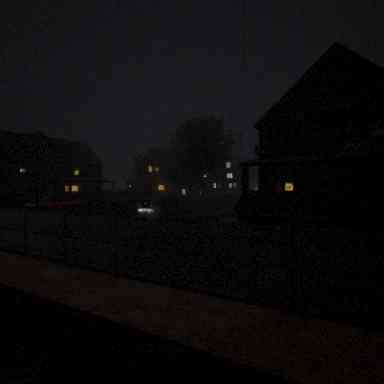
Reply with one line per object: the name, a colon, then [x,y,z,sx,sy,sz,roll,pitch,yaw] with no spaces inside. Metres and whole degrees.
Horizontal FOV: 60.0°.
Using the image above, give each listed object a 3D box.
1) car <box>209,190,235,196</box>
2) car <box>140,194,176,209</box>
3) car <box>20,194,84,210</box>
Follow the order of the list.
car: [3.997,0.522,43.895,2.128,1.511,4.902,1,2,36]
car: [-3.308,0.888,33.648,1.994,1.385,4.181,1,2,36]
car: [-10.094,0.952,24.084,2.097,1.767,4.553,1,2,35]
